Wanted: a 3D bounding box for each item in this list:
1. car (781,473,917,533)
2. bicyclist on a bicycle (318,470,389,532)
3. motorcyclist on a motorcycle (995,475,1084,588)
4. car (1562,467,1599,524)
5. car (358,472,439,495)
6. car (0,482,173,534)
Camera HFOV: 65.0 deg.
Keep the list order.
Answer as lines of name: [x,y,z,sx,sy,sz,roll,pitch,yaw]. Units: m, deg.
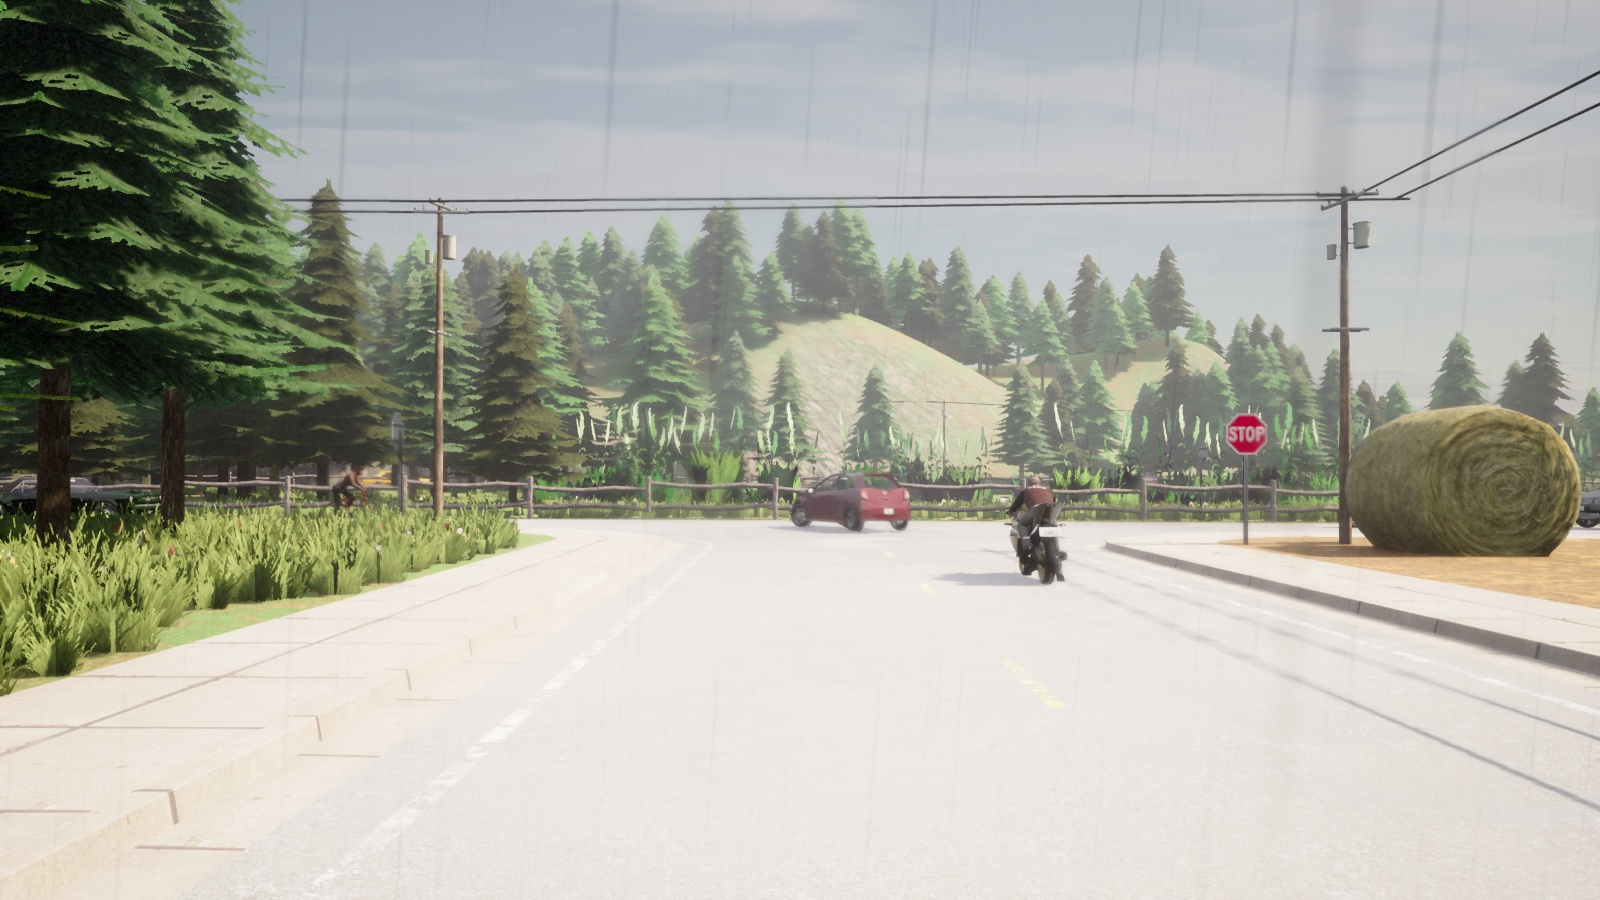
car: [1.232,1.359,33.258,1.845,1.501,3.633,1,-1,-33]
bicyclist on a bicycle: [-11.723,1.332,32.986,1.656,1.620,0.582,0,-1,3]
motorcyclist on a motorcycle: [3.450,1.143,18.311,0.866,1.530,2.191,0,-1,0]
car: [23.568,1.248,34.871,3.705,1.549,1.789,0,-1,3]
car: [-28.003,2.334,87.686,5.366,1.575,1.801,0,-1,-17]
car: [-19.468,1.516,33.320,4.718,1.301,1.895,0,-1,2]
